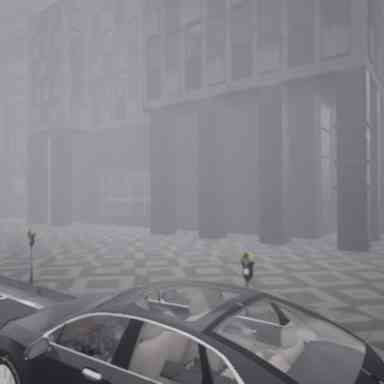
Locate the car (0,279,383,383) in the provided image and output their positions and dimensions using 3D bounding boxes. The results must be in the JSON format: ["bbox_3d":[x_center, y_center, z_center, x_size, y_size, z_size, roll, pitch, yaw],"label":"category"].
[{"bbox_3d":[-0.281,1.569,3.162,4.403,1.369,2.008,-1,0,36],"label":"car"}]
